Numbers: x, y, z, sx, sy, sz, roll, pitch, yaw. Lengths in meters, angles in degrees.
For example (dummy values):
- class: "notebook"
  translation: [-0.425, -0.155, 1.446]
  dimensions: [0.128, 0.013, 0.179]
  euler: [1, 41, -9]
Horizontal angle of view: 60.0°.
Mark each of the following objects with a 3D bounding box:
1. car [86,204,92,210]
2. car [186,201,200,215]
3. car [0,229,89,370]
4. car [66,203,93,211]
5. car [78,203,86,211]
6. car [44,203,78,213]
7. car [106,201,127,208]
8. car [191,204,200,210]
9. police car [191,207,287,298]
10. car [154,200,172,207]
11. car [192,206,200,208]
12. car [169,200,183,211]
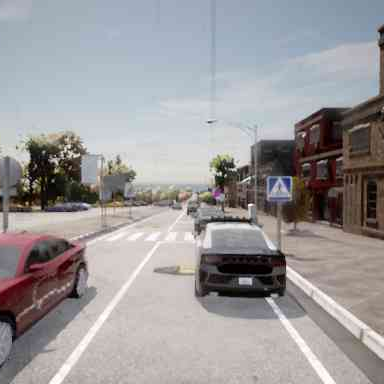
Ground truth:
- class: "car"
  translation: [-21.665, 2.735, 60.944]
  dimensions: [5.008, 1.535, 2.097]
  euler: [0, -1, 0]
- class: "car"
  translation: [0.222, 2.436, 46.504]
  dimensions: [1.837, 1.490, 4.892]
  euler: [0, -1, 1]
- class: "car"
  translation: [-3.325, 1.507, 5.778]
  dimensions: [1.882, 1.535, 5.008]
  euler: [0, 0, 0]
- class: "car"
  translation: [-21.637, 2.854, 64.091]
  dimensions: [4.674, 1.452, 2.002]
  euler: [0, -1, 0]
- class: "car"
  translation: [-21.674, 2.654, 57.672]
  dimensions: [4.892, 1.521, 2.231]
  euler: [0, -1, 0]
- class: "car"
  translation: [-21.698, 2.611, 54.396]
  dimensions: [4.674, 1.452, 2.002]
  euler: [0, -1, 0]
- class: "car"
  translation: [-21.451, 3.532, 92.568]
  dimensions: [5.008, 1.535, 2.097]
  euler: [0, -1, 0]
- class: "car"
  translation: [1.066, 1.895, 24.742]
  dimensions: [1.837, 1.490, 4.892]
  euler: [0, -1, 0]
- class: "police car"
  translation: [1.019, 1.467, 8.829]
  dimensions: [1.930, 1.638, 5.238]
  euler: [1, 0, 0]
- class: "car"
  translation: [-8.353, 3.612, 95.248]
  dimensions: [4.892, 1.521, 2.231]
  euler: [0, -2, 0]
- class: "car"
  translation: [1.037, 1.746, 18.739]
  dimensions: [1.837, 1.490, 4.892]
  euler: [0, -1, 0]
- class: "car"
  translation: [-2.928, 2.915, 65.927]
  dimensions: [1.837, 1.490, 4.892]
  euler: [0, -2, 0]
